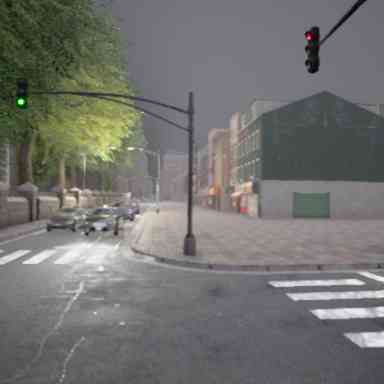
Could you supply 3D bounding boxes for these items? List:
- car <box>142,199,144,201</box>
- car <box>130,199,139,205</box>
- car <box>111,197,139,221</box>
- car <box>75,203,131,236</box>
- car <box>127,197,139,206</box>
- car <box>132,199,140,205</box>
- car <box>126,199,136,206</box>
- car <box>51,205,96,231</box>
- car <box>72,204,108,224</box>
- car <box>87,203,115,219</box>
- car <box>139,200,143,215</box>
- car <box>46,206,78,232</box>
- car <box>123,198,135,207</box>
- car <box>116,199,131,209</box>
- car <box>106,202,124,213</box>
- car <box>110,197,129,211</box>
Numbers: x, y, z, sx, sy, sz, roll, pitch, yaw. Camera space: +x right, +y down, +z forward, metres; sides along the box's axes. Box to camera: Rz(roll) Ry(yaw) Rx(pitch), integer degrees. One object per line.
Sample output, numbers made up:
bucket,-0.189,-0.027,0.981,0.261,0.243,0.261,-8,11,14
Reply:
car,-15.370,2.641,93.167,2.008,1.369,4.403,2,-1,-6
car,-14.227,2.471,82.327,2.008,1.369,4.403,2,-1,-6
car,-6.128,1.623,29.602,2.097,1.767,4.553,1,-1,-6
car,-5.095,1.660,19.760,2.128,1.511,4.902,1,-1,-6
car,-13.649,2.156,76.913,2.192,1.841,5.009,2,-1,-6
car,-14.780,2.526,87.580,1.752,1.417,4.829,2,-1,-6
car,-13.066,2.286,71.320,1.752,1.417,4.829,2,-1,-6
car,-8.027,1.697,22.992,1.752,1.417,4.829,2,-1,-6
car,-8.517,1.777,28.130,2.008,1.369,4.403,2,-1,-6
car,-9.088,1.850,33.549,1.947,1.339,4.313,2,-1,-6
car,-7.161,1.943,39.422,1.994,1.385,4.181,1,-1,-6
car,-7.797,1.703,21.031,2.008,1.369,4.403,2,-1,-6
car,-12.510,2.127,66.070,1.967,1.590,4.097,2,-1,-6
car,-11.368,1.983,55.231,1.967,1.590,4.097,2,-1,-6
car,-10.230,1.990,44.389,1.802,1.307,4.206,2,-1,-6
car,-10.793,1.789,49.813,2.192,1.841,5.009,2,-1,-6
